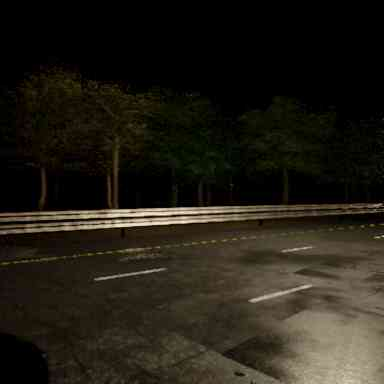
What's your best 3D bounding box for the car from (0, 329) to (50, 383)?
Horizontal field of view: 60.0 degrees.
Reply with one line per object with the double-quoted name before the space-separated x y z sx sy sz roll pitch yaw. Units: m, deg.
"car" -3.314 1.472 1.506 5.008 1.535 1.882 0 0 -36
